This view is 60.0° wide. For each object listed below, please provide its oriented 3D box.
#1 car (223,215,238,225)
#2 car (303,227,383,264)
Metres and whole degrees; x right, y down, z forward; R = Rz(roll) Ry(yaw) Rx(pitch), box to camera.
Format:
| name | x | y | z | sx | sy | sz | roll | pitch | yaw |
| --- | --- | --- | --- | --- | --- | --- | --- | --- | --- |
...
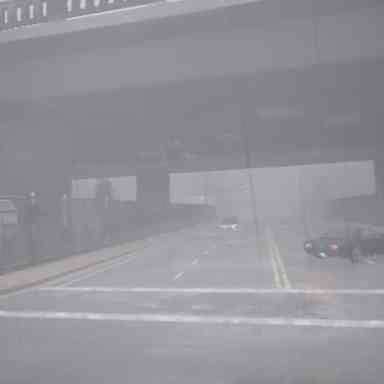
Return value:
| name | x | y | z | sx | sy | sz | roll | pitch | yaw |
| --- | --- | --- | --- | --- | --- | --- | --- | --- | --- |
| car | 5.855 | 4.188 | 50.090 | 1.994 | 1.385 | 4.181 | -3 | -3 | 12 |
| car | 7.039 | 2.135 | 14.084 | 4.718 | 1.301 | 1.895 | -1 | -4 | -29 |
